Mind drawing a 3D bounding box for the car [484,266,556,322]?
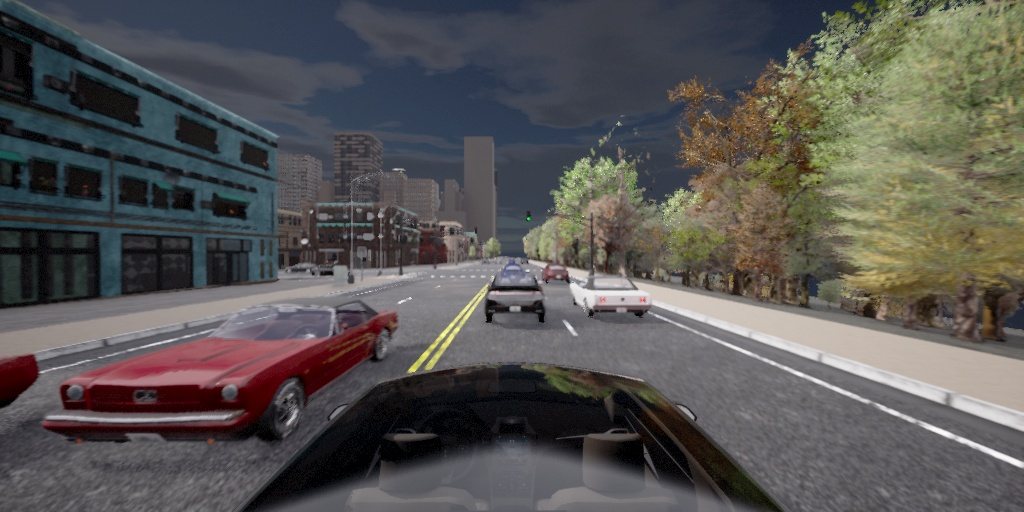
[{"bbox_3d":[0.094,1.259,12.365,2.128,1.511,4.902,0,0,0],"label":"car"}]

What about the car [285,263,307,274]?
[{"bbox_3d":[-28.300,1.649,48.472,4.403,1.370,2.007,0,0,0],"label":"car"}]

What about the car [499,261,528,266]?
[{"bbox_3d":[0.080,1.319,28.023,1.812,1.442,4.674,0,0,0],"label":"car"}]

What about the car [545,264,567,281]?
[{"bbox_3d":[3.340,1.318,27.985,1.812,1.442,4.674,0,0,0],"label":"car"}]

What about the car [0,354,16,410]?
[{"bbox_3d":[-6.601,1.353,2.005,1.895,1.301,4.718,0,0,0],"label":"car"}]

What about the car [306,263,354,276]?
[{"bbox_3d":[-19.963,1.636,39.964,4.313,1.339,1.948,0,0,0],"label":"car"}]

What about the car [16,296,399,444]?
[{"bbox_3d":[-3.351,1.358,5.481,1.895,1.301,4.718,0,0,0],"label":"car"}]

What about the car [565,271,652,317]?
[{"bbox_3d":[3.346,1.368,13.145,1.895,1.301,4.718,0,0,0],"label":"car"}]
